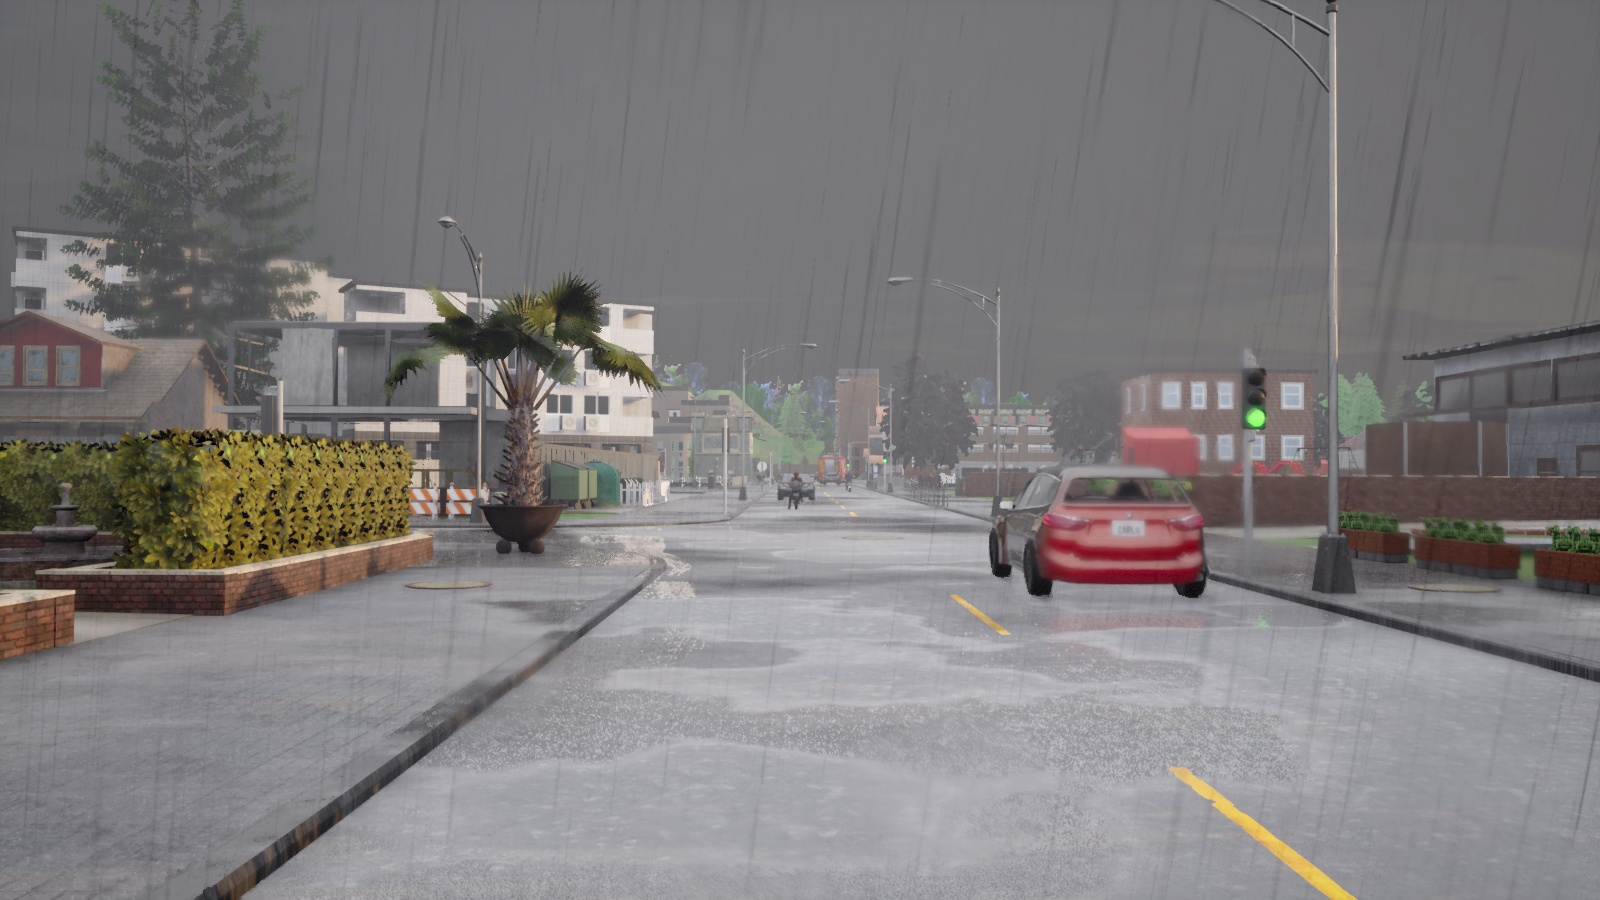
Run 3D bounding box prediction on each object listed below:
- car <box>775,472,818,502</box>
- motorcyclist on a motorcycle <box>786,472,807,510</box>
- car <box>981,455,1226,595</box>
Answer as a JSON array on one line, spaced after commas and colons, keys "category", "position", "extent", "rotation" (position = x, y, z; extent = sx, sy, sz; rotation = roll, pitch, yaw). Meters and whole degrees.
[{"category": "car", "position": [-0.180, 1.935, 66.845], "extent": [2.163, 1.488, 4.792], "rotation": [0, -1, 0]}, {"category": "motorcyclist on a motorcycle", "position": [-0.138, 1.650, 50.886], "extent": [0.797, 1.523, 2.044], "rotation": [0, -1, 0]}, {"category": "car", "position": [3.953, 0.933, 17.314], "extent": [2.242, 1.667, 4.611], "rotation": [0, -1, 0]}]
